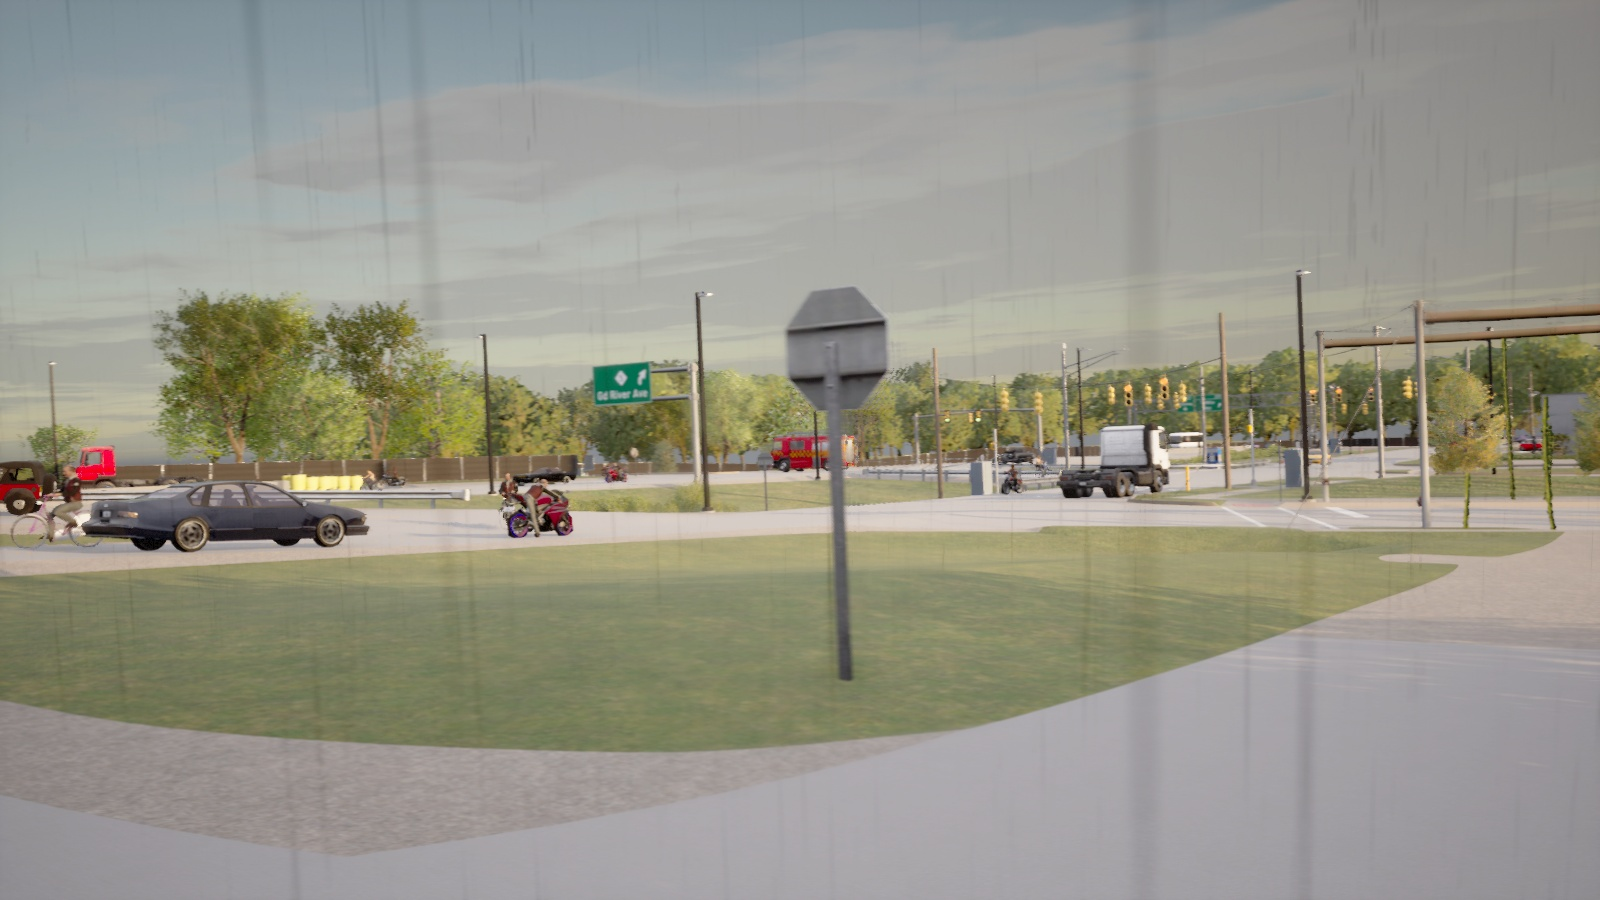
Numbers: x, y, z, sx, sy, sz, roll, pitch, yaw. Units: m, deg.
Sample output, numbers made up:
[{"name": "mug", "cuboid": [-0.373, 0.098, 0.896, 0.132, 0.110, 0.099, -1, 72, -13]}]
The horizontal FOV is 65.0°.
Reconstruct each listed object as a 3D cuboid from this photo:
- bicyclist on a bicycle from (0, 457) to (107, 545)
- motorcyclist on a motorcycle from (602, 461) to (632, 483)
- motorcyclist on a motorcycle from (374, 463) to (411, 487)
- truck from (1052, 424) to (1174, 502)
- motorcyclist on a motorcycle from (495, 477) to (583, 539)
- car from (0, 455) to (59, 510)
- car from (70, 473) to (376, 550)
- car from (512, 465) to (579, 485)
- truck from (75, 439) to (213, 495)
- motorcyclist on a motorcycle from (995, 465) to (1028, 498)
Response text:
[{"name": "bicyclist on a bicycle", "cuboid": [-15.626, 1.077, 26.235, 0.659, 1.776, 1.843, -2, -3, 37]}, {"name": "motorcyclist on a motorcycle", "cuboid": [-13.418, 1.623, 92.049, 0.866, 1.530, 2.191, -2, 0, 36]}, {"name": "motorcyclist on a motorcycle", "cuboid": [-29.735, 1.827, 91.644, 2.350, 1.649, 0.766, -1, 0, -35]}, {"name": "truck", "cuboid": [15.068, 0.591, 60.007, 2.891, 3.462, 7.936, -2, -1, 35]}, {"name": "motorcyclist on a motorcycle", "cuboid": [-6.701, 1.478, 32.376, 0.866, 1.530, 2.191, -1, -2, 37]}, {"name": "car", "cuboid": [-28.060, 1.116, 43.484, 3.866, 1.878, 1.905, 0, 0, -20]}, {"name": "car", "cuboid": [-11.635, 1.244, 25.730, 2.033, 1.411, 5.357, -2, -3, 37]}, {"name": "car", "cuboid": [-18.424, 1.809, 91.087, 1.895, 1.301, 4.718, -2, 0, 36]}, {"name": "truck", "cuboid": [-43.314, 1.068, 82.982, 7.936, 3.462, 2.891, -1, 0, -31]}, {"name": "motorcyclist on a motorcycle", "cuboid": [11.267, 1.659, 66.735, 0.766, 1.649, 2.350, -2, 0, 35]}]
